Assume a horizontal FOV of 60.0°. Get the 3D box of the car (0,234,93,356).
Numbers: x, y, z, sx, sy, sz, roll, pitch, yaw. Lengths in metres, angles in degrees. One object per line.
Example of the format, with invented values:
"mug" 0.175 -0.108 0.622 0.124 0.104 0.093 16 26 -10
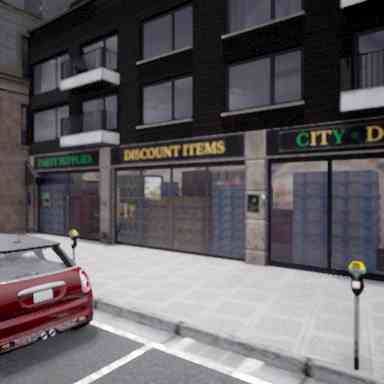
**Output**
"car" -3.594 1.431 5.643 4.097 1.590 1.967 0 0 36
